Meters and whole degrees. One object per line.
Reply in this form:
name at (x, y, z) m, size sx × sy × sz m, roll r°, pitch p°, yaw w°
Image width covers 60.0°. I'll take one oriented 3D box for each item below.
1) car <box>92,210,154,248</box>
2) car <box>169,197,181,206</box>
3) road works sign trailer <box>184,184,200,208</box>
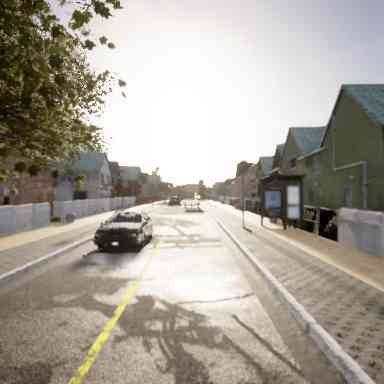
car at (-2.852, 1.534, 14.992) m, size 2.033 × 1.411 × 5.357 m, roll 0°, pitch 0°, yaw 0°
car at (-2.827, 1.596, 55.221) m, size 1.837 × 1.490 × 4.892 m, roll 0°, pitch 0°, yaw 0°
road works sign trailer at (-0.019, 0.531, 50.167) m, size 2.380 × 3.560 × 2.880 m, roll 0°, pitch 0°, yaw 1°
